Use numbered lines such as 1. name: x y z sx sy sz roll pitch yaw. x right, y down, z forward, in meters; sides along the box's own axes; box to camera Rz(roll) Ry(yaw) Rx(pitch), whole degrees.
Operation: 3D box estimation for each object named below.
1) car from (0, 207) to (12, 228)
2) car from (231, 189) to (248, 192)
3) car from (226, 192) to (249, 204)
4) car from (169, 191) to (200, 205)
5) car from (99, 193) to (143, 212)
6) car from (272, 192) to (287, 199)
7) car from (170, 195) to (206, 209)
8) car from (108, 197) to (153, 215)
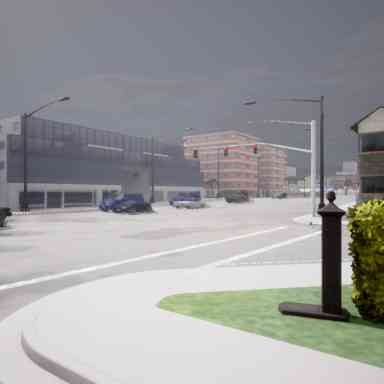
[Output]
1. car: -12.286 1.351 18.754 2.097 1.767 4.553 0 0 -10
2. car: 8.144 0.551 59.093 2.150 2.045 5.566 0 1 35
3. car: 7.066 1.107 51.486 1.895 1.301 4.718 0 2 35
4. car: -0.838 0.957 46.311 2.150 2.045 5.566 0 2 35
5. car: -7.594 1.151 36.681 2.150 2.045 5.566 0 0 35
6. car: 17.450 0.668 66.156 2.128 1.511 4.902 0 0 35
7. car: -0.245 1.414 41.063 1.895 1.301 4.718 0 1 35
8. car: -5.817 1.497 33.113 1.994 1.385 4.181 0 0 35
